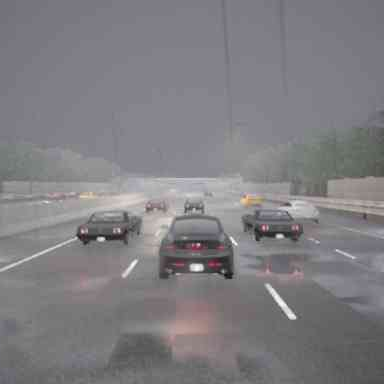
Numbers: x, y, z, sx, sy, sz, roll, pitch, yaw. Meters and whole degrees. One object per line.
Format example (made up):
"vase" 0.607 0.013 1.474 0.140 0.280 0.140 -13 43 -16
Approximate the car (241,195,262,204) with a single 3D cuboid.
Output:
"car" 7.269 1.066 40.822 1.882 1.535 5.008 0 1 0

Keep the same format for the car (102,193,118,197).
"car" -13.733 0.905 55.789 1.882 1.535 5.008 0 1 1

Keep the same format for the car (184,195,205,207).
"car" 0.207 1.275 32.449 1.895 1.301 4.718 0 1 0

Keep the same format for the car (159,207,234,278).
"car" 0.110 1.404 9.796 1.837 1.490 4.892 0 1 0

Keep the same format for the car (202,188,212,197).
"car" 4.311 0.388 89.557 2.097 1.767 4.553 0 1 1

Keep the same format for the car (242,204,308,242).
"car" 3.522 1.444 15.494 1.895 1.301 4.718 0 1 0

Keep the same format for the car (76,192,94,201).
"car" -20.591 0.838 64.047 1.837 1.490 4.892 0 1 1

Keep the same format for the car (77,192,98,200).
"car" -17.237 0.908 55.419 1.882 1.535 5.008 0 1 1

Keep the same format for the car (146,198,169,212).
"car" -3.295 1.276 32.365 1.895 1.301 4.718 0 1 0

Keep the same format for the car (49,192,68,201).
"car" -24.153 0.854 60.249 1.882 1.535 5.008 0 1 1

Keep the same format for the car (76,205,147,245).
"car" -3.378 1.452 14.613 1.895 1.301 4.718 0 1 0

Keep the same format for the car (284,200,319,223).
"car" 7.164 1.298 22.776 1.812 1.442 4.674 0 1 0
